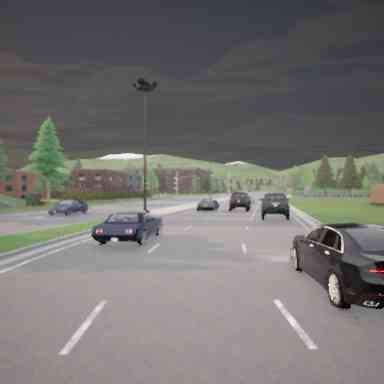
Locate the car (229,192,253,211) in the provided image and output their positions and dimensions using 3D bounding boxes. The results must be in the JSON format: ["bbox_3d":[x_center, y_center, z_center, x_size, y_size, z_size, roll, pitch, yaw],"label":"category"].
[{"bbox_3d":[5.480,1.052,37.735,2.150,2.045,5.566,0,1,12],"label":"car"}]

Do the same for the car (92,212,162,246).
[{"bbox_3d":[-2.682,1.538,15.044,1.895,1.301,4.718,0,0,8],"label":"car"}]

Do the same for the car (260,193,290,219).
[{"bbox_3d":[6.820,1.093,27.495,2.150,2.045,5.566,0,0,12],"label":"car"}]

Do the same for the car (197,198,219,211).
[{"bbox_3d":[1.857,1.397,37.536,1.994,1.385,4.181,0,0,12],"label":"car"}]

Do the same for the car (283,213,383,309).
[{"bbox_3d":[3.683,1.466,7.718,1.837,1.490,4.892,0,0,3],"label":"car"}]

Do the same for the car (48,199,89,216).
[{"bbox_3d":[-11.439,1.423,31.142,1.812,1.442,4.674,0,0,12],"label":"car"}]
